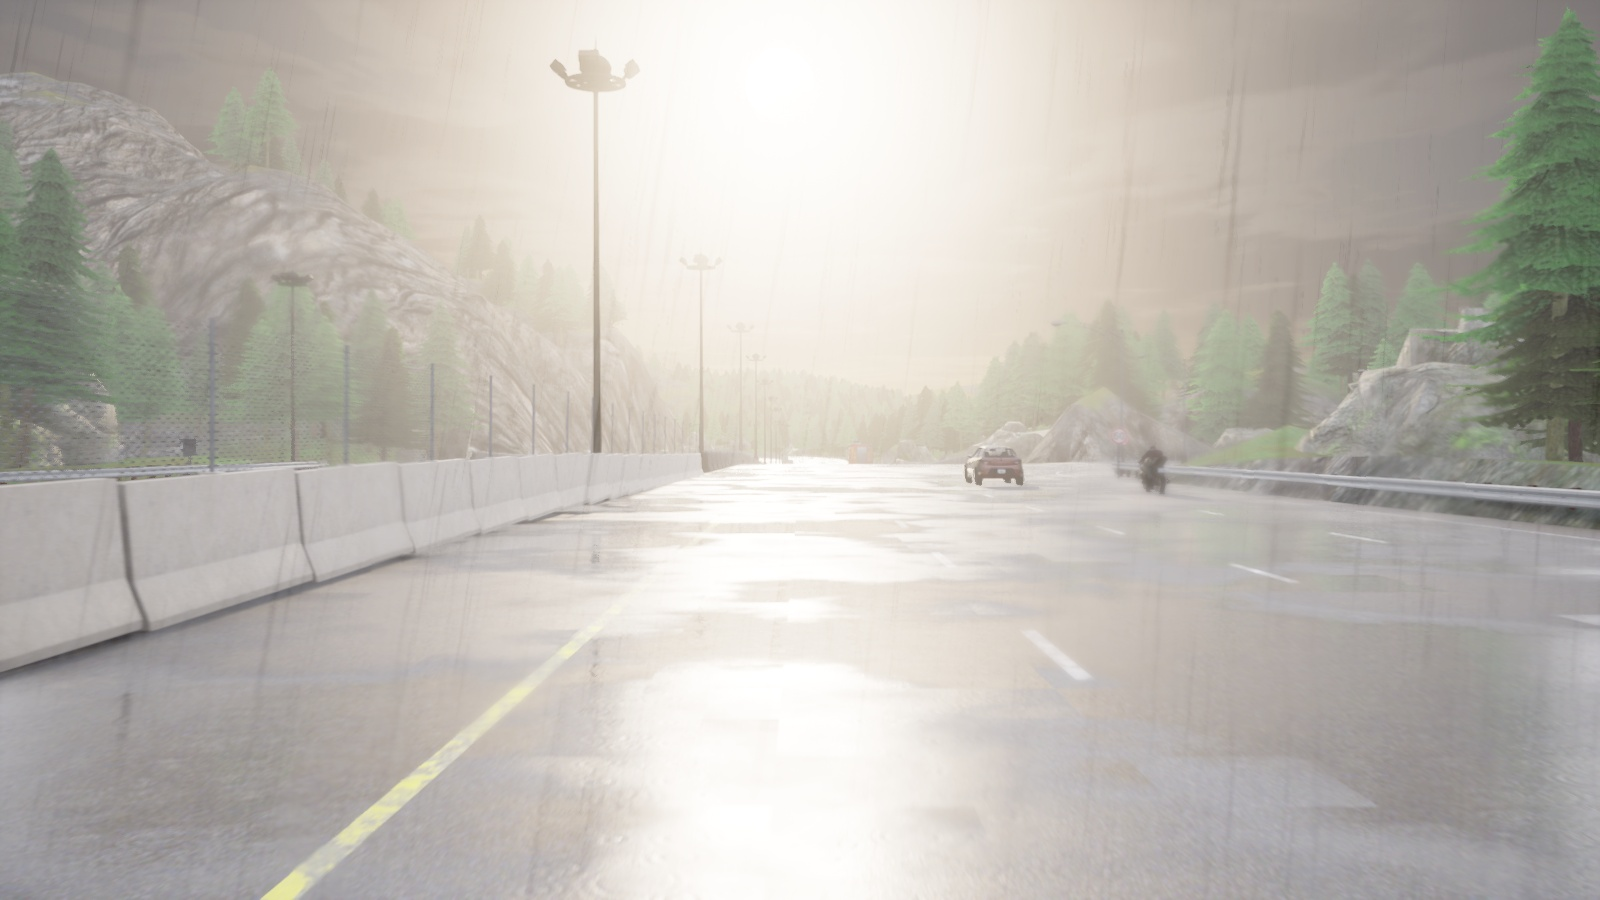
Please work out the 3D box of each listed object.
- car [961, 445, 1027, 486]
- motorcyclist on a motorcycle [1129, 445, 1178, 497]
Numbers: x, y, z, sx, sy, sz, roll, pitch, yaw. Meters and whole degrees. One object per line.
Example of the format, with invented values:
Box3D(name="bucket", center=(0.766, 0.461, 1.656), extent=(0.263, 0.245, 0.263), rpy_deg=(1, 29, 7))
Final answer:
Box3D(name="car", center=(7.253, 0.563, 47.282), extent=(1.816, 1.474, 4.193), rpy_deg=(0, 0, 0))
Box3D(name="motorcyclist on a motorcycle", center=(10.726, 0.627, 38.162), extent=(0.866, 1.530, 2.191), rpy_deg=(0, 0, 0))
